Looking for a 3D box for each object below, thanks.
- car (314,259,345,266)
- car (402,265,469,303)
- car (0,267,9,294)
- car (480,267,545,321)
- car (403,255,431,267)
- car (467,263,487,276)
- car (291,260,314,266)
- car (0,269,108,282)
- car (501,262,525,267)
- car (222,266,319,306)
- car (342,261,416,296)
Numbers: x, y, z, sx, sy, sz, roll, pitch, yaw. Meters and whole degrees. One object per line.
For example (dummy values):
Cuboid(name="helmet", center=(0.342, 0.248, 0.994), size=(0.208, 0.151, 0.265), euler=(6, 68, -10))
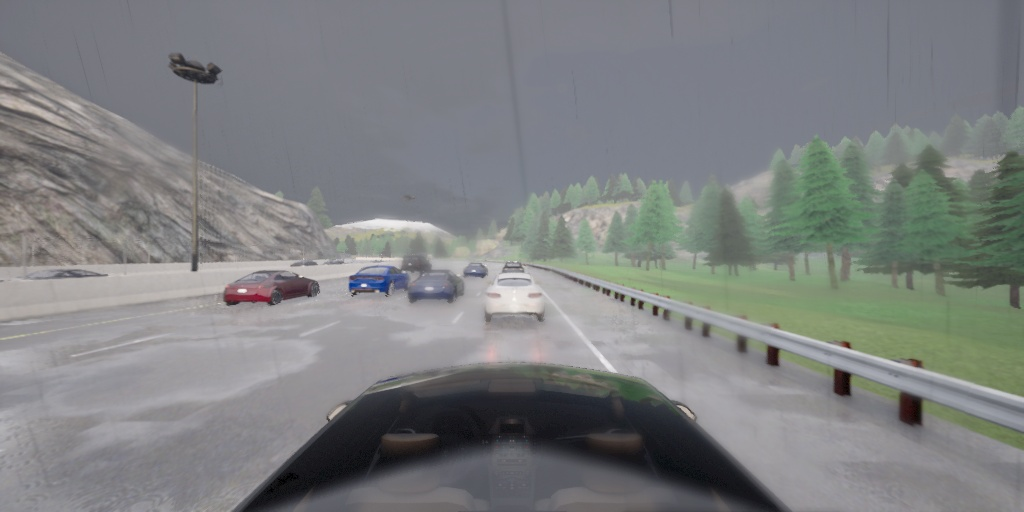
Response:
Cuboid(name="car", center=(-24.706, 1.334, 49.437), size=(1.895, 1.301, 4.718), euler=(0, 0, -1))
Cuboid(name="car", center=(-3.396, 1.309, 16.728), size=(1.994, 1.385, 4.181), euler=(0, 0, 0))
Cuboid(name="car", center=(-28.096, 1.307, 17.234), size=(1.994, 1.385, 4.181), euler=(0, 0, 0))
Cuboid(name="car", center=(0.082, 1.271, 12.326), size=(1.812, 1.442, 4.674), euler=(0, 0, 0))
Cuboid(name="car", center=(-10.394, 0.959, 39.179), size=(2.150, 2.045, 5.566), euler=(0, 0, 0))
Cuboid(name="car", center=(-3.393, 1.304, 34.153), size=(1.994, 1.385, 4.181), euler=(0, 0, 0))
Cuboid(name="car", center=(-31.978, 1.278, 55.588), size=(2.033, 1.411, 5.357), euler=(0, 0, -3))
Cuboid(name="car", center=(-21.096, 1.308, 16.594), size=(1.994, 1.385, 4.181), euler=(0, 0, 0))
Cuboid(name="car", center=(0.106, 1.233, 30.244), size=(2.128, 1.511, 4.902), euler=(0, 0, 0))
Cuboid(name="car", center=(-10.397, 1.309, 15.831), size=(1.994, 1.385, 4.181), euler=(0, 0, 0))
Cuboid(name="car", center=(-6.898, 1.222, 19.187), size=(1.882, 1.535, 5.008), euler=(0, 0, 0))
